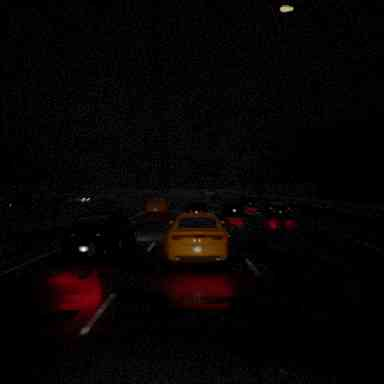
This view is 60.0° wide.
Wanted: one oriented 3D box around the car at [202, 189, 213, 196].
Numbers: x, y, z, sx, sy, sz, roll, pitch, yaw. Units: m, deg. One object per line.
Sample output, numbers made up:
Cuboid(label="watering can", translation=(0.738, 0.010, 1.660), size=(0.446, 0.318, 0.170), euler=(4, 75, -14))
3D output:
Cuboid(label="car", translation=(4.386, 0.278, 83.744), size=(2.150, 2.045, 5.566), euler=(0, 1, 1))

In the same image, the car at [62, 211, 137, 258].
Cuboid(label="car", translation=(-3.312, 1.490, 12.648), size=(1.837, 1.490, 4.892), euler=(0, 0, 1))

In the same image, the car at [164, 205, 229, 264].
Cuboid(label="car", translation=(0.180, 1.464, 11.837), size=(1.882, 1.535, 5.008), euler=(0, 0, 1))

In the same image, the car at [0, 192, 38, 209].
Cuboid(label="car", translation=(-20.715, 1.001, 38.835), size=(2.150, 2.045, 5.566), euler=(0, 1, 1))

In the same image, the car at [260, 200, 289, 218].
Cuboid(label="car", translation=(7.162, 1.409, 28.923), size=(1.812, 1.442, 4.674), euler=(0, 1, 2))

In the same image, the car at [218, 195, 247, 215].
Cuboid(label="car", translation=(3.799, 1.359, 32.000), size=(1.837, 1.490, 4.892), euler=(0, 1, 1))

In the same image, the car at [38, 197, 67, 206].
Cuboid(label="car", translation=(-17.186, 1.300, 40.935), size=(2.033, 1.411, 5.357), euler=(0, 1, 1))

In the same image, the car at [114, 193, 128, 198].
Cuboid(label="car", translation=(-13.368, 0.979, 62.732), size=(2.033, 1.411, 5.357), euler=(0, 1, 1))

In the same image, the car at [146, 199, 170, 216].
Cuboid(label="car", translation=(-3.113, 1.341, 31.046), size=(1.882, 1.535, 5.008), euler=(0, 1, 1))

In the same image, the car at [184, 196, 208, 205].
Cuboid(label="car", translation=(0.374, 1.381, 29.802), size=(1.837, 1.490, 4.892), euler=(0, 1, 1))

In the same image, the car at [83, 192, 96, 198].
Cuboid(label="car", translation=(-23.696, 0.656, 76.764), size=(2.128, 1.511, 4.902), euler=(0, 1, 1))

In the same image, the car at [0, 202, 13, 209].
Cuboid(label="car", translation=(-13.923, 1.546, 21.332), size=(1.895, 1.301, 4.718), euler=(0, 0, 1))

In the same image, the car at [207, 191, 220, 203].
Cuboid(label="car", translation=(4.079, 1.028, 56.716), size=(1.837, 1.490, 4.892), euler=(0, 1, 1))

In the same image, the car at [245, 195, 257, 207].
Cuboid(label="car", translation=(7.505, 1.199, 44.820), size=(1.837, 1.490, 4.892), euler=(0, 1, 1))
